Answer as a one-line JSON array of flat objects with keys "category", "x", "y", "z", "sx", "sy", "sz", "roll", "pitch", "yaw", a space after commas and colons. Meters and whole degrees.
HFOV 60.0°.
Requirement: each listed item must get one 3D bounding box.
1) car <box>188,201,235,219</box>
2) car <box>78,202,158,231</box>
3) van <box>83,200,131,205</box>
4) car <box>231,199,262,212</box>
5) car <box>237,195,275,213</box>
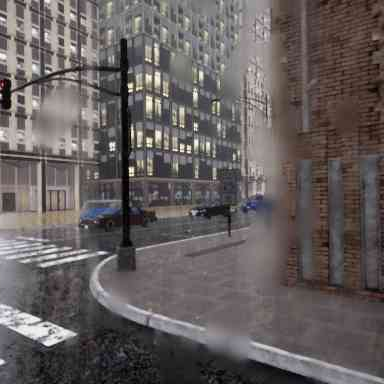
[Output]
[{"category": "car", "x": 1.598, "y": 1.571, "z": 29.626, "sx": 2.128, "sy": 1.511, "sz": 4.902, "roll": -1, "pitch": -1, "yaw": 36}, {"category": "car", "x": -4.482, "y": 1.606, "z": 21.136, "sx": 2.033, "sy": 1.411, "sz": 5.357, "roll": -1, "pitch": -1, "yaw": 36}, {"category": "van", "x": -6.000, "y": 1.451, "z": 23.471, "sx": 1.690, "sy": 1.788, "sz": 3.998, "roll": -1, "pitch": -1, "yaw": 36}, {"category": "car", "x": 6.830, "y": 1.680, "z": 41.384, "sx": 1.752, "sy": 1.417, "sz": 4.829, "roll": -1, "pitch": -1, "yaw": 36}, {"category": "car", "x": 7.688, "y": 1.322, "z": 38.121, "sx": 2.150, "sy": 2.045, "sz": 5.566, "roll": -1, "pitch": -1, "yaw": 36}]
